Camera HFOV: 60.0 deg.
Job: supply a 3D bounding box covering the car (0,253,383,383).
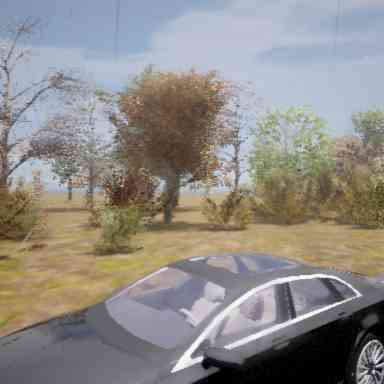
[{"bbox_3d":[0.279,1.500,3.523,4.902,1.511,2.128,0,0,-35],"label":"car"}]
